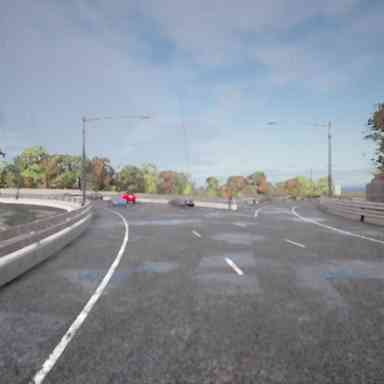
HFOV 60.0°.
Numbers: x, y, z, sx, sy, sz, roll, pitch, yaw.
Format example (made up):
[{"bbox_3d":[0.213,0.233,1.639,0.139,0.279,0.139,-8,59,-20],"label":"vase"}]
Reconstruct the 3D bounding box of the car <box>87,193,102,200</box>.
[{"bbox_3d":[-21.642,0.961,74.140,2.097,1.767,4.553,-1,1,-43],"label":"car"}]

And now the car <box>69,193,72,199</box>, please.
[{"bbox_3d":[-29.930,0.997,77.768,4.553,1.767,2.097,0,1,44],"label":"car"}]

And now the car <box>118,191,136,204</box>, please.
[{"bbox_3d":[-10.711,0.918,53.031,2.150,2.045,5.566,0,0,-30],"label":"car"}]

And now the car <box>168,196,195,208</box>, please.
[{"bbox_3d":[-1.396,1.266,41.810,2.033,1.411,5.357,0,0,-22],"label":"car"}]

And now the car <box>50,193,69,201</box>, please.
[{"bbox_3d":[-29.004,1.271,71.856,1.895,1.301,4.718,-1,1,-43],"label":"car"}]

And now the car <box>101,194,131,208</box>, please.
[{"bbox_3d":[-10.234,1.299,44.646,2.033,1.411,5.357,0,0,-26],"label":"car"}]
